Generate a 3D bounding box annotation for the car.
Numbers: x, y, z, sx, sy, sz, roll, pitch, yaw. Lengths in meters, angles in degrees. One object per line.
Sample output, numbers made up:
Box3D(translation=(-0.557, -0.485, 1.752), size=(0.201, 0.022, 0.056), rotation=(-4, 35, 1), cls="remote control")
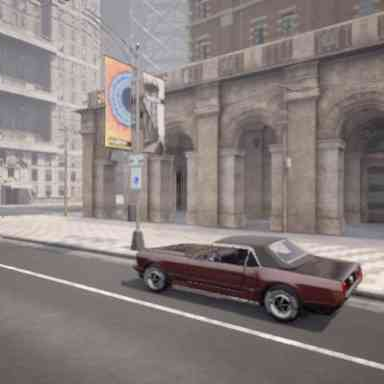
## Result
Box3D(translation=(0.928, 1.591, 7.197), size=(4.718, 1.301, 1.895), rotation=(0, 0, 35), cls="car")
